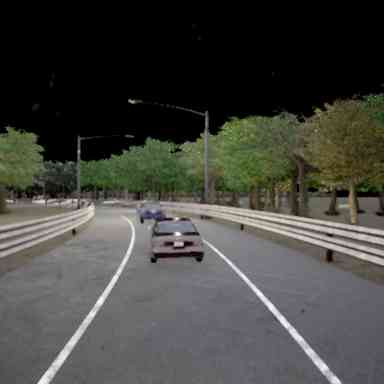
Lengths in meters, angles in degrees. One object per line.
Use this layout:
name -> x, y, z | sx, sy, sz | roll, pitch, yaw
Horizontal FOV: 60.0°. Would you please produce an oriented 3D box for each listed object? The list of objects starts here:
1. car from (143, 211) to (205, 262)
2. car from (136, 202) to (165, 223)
car -> -0.699, 1.676, 12.766 | 2.033, 1.411, 5.357 | 0, -1, -7
car -> -3.610, 1.639, 28.612 | 2.097, 1.767, 4.553 | 0, -1, -15
